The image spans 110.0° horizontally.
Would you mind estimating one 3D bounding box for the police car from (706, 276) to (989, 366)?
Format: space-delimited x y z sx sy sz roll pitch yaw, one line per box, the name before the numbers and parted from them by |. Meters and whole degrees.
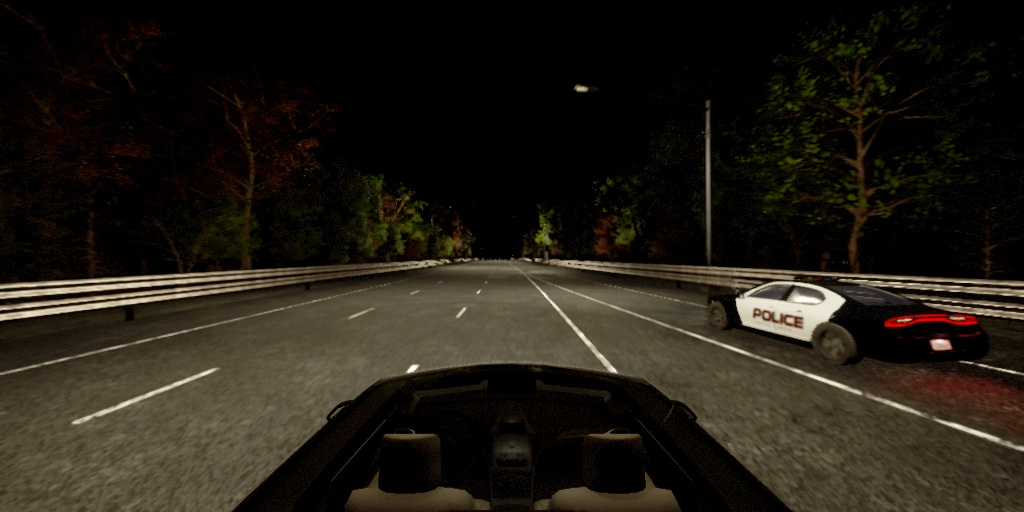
police car | 6.530 1.232 8.099 2.038 1.542 4.974 0 0 -7
